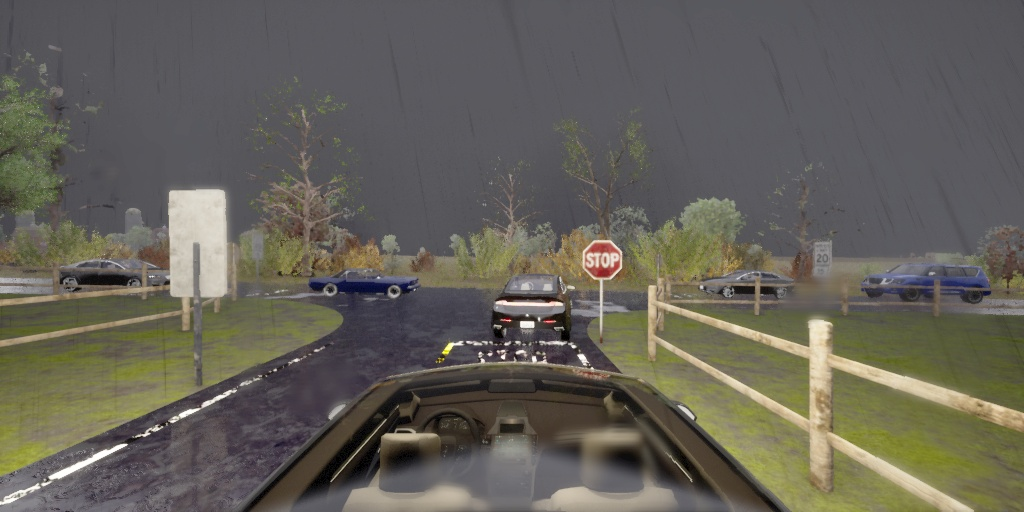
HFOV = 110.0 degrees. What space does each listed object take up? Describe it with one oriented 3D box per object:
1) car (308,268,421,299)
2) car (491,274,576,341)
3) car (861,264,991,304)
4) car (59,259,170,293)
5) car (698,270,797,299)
[{"bbox_3d":[-6.821,1.248,17.017,4.718,1.301,1.895,1,1,0],"label":"car"},{"bbox_3d":[0.707,1.240,9.986,2.128,1.511,4.902,0,0,9],"label":"car"},{"bbox_3d":[22.900,1.467,19.932,5.566,2.045,2.150,1,1,0],"label":"car"},{"bbox_3d":[-18.489,0.885,17.034,4.902,1.511,2.128,1,1,0],"label":"car"},{"bbox_3d":[13.005,1.525,19.944,4.902,1.511,2.128,1,1,0],"label":"car"}]
